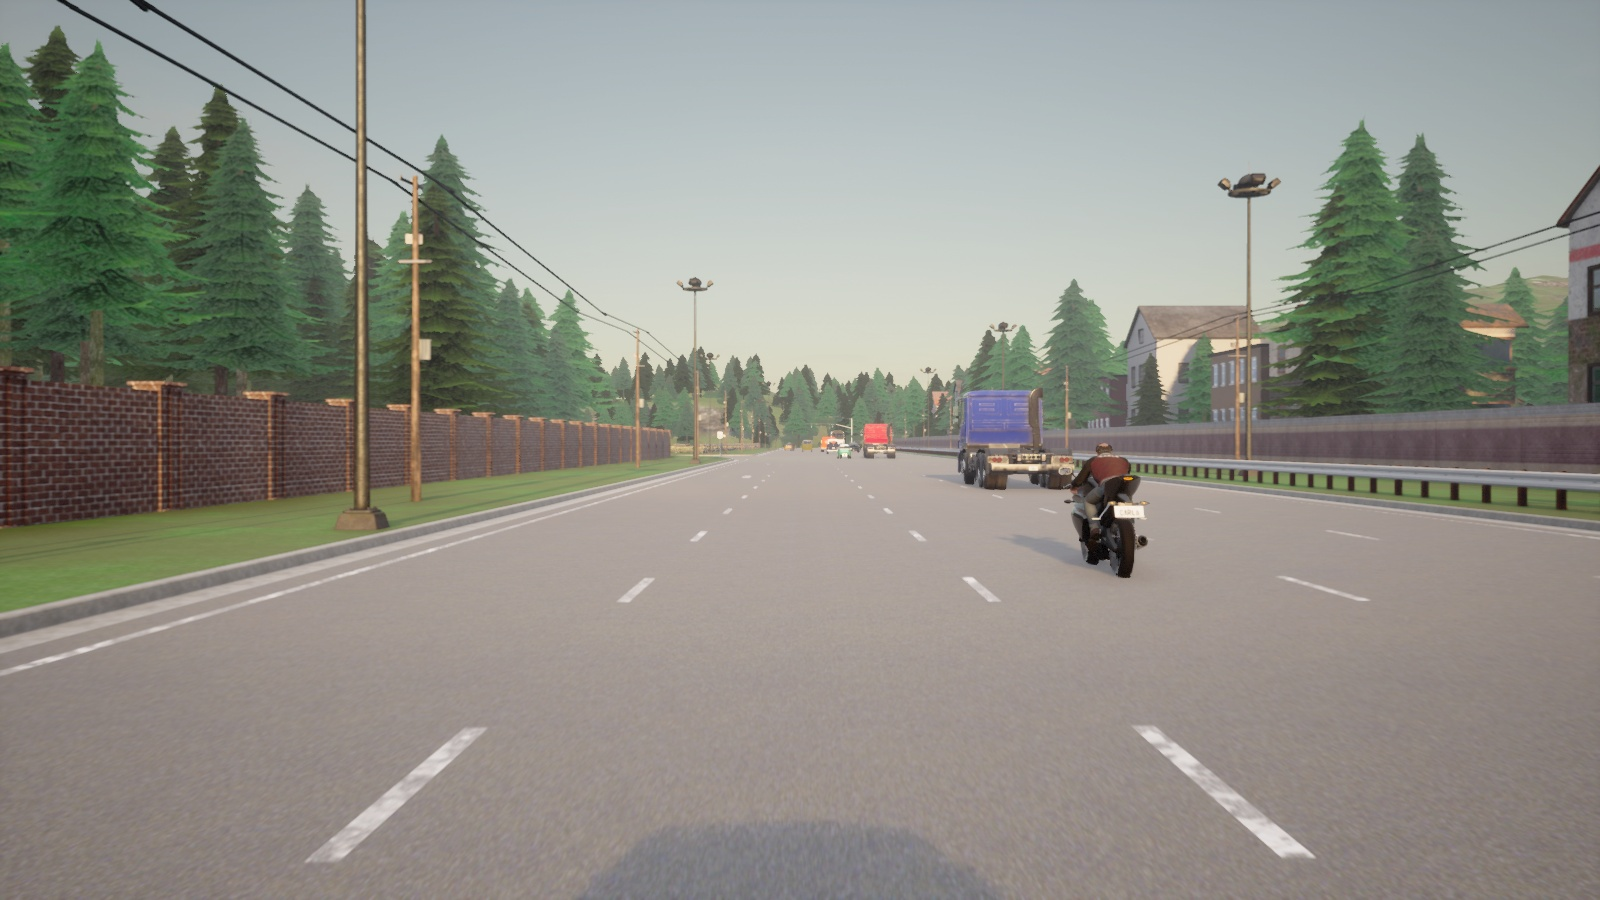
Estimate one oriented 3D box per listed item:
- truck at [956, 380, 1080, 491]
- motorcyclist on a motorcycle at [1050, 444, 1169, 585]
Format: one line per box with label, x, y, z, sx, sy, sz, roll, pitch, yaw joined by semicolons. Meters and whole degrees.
truck;7.261;-0.472;42.944;2.891;3.462;7.936;0;0;0
motorcyclist on a motorcycle;3.600;0.701;14.806;0.866;1.530;2.191;0;0;0
